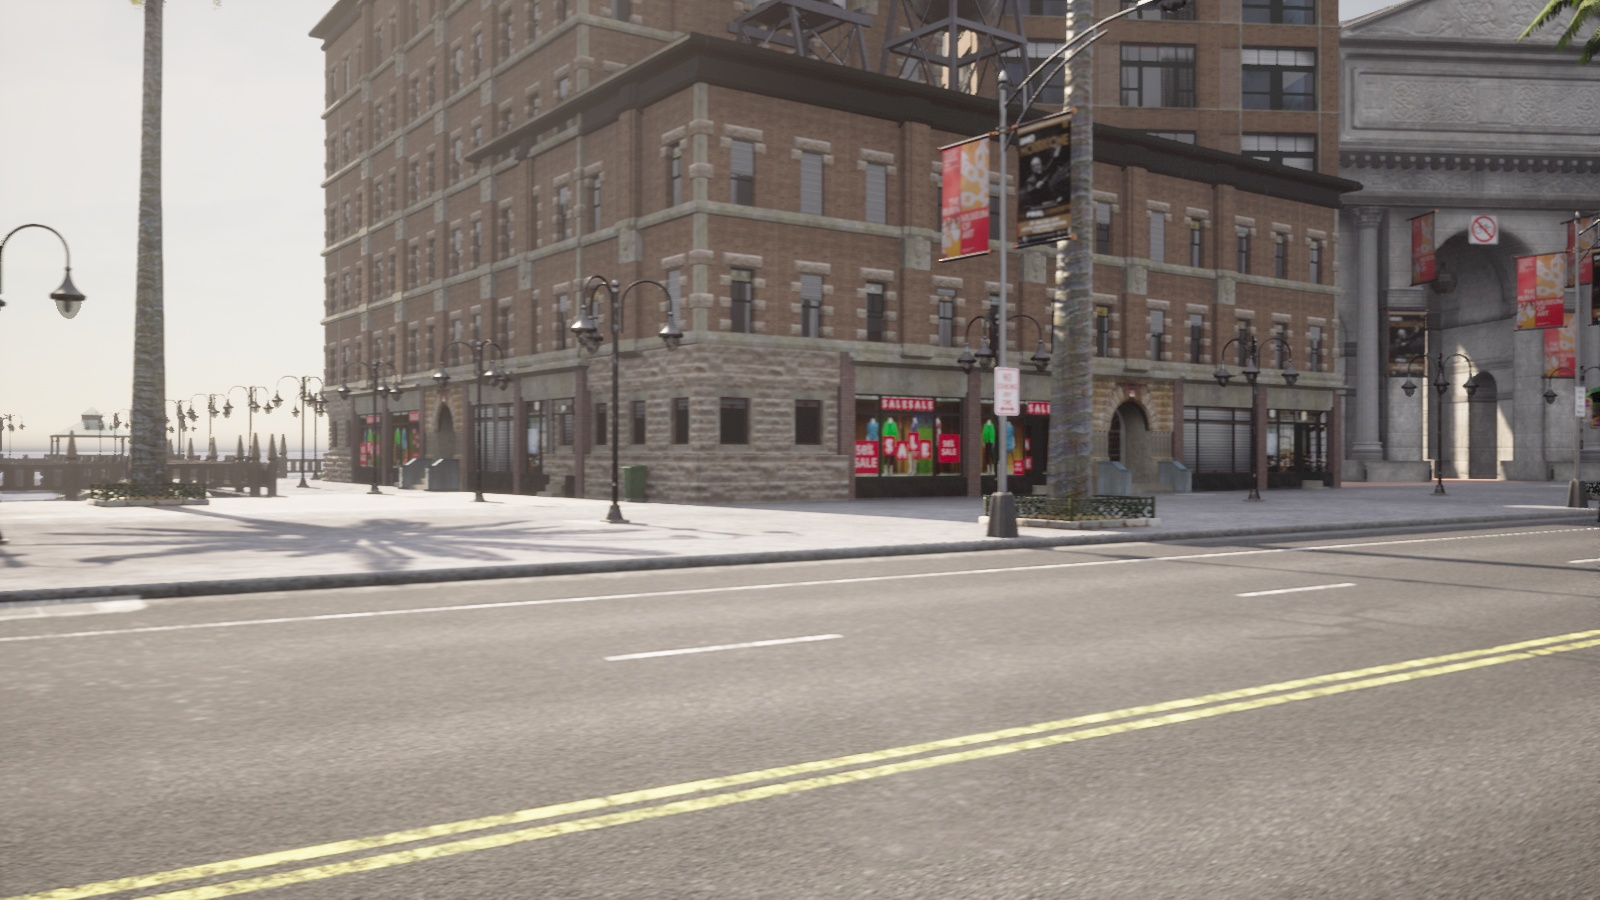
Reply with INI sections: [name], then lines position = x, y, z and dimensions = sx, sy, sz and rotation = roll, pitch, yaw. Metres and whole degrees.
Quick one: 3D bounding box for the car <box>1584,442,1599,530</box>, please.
[car]
position = 16.704, 0.665, 23.654
dimensions = 3.988, 1.617, 1.851
rotation = 0, 0, -35
